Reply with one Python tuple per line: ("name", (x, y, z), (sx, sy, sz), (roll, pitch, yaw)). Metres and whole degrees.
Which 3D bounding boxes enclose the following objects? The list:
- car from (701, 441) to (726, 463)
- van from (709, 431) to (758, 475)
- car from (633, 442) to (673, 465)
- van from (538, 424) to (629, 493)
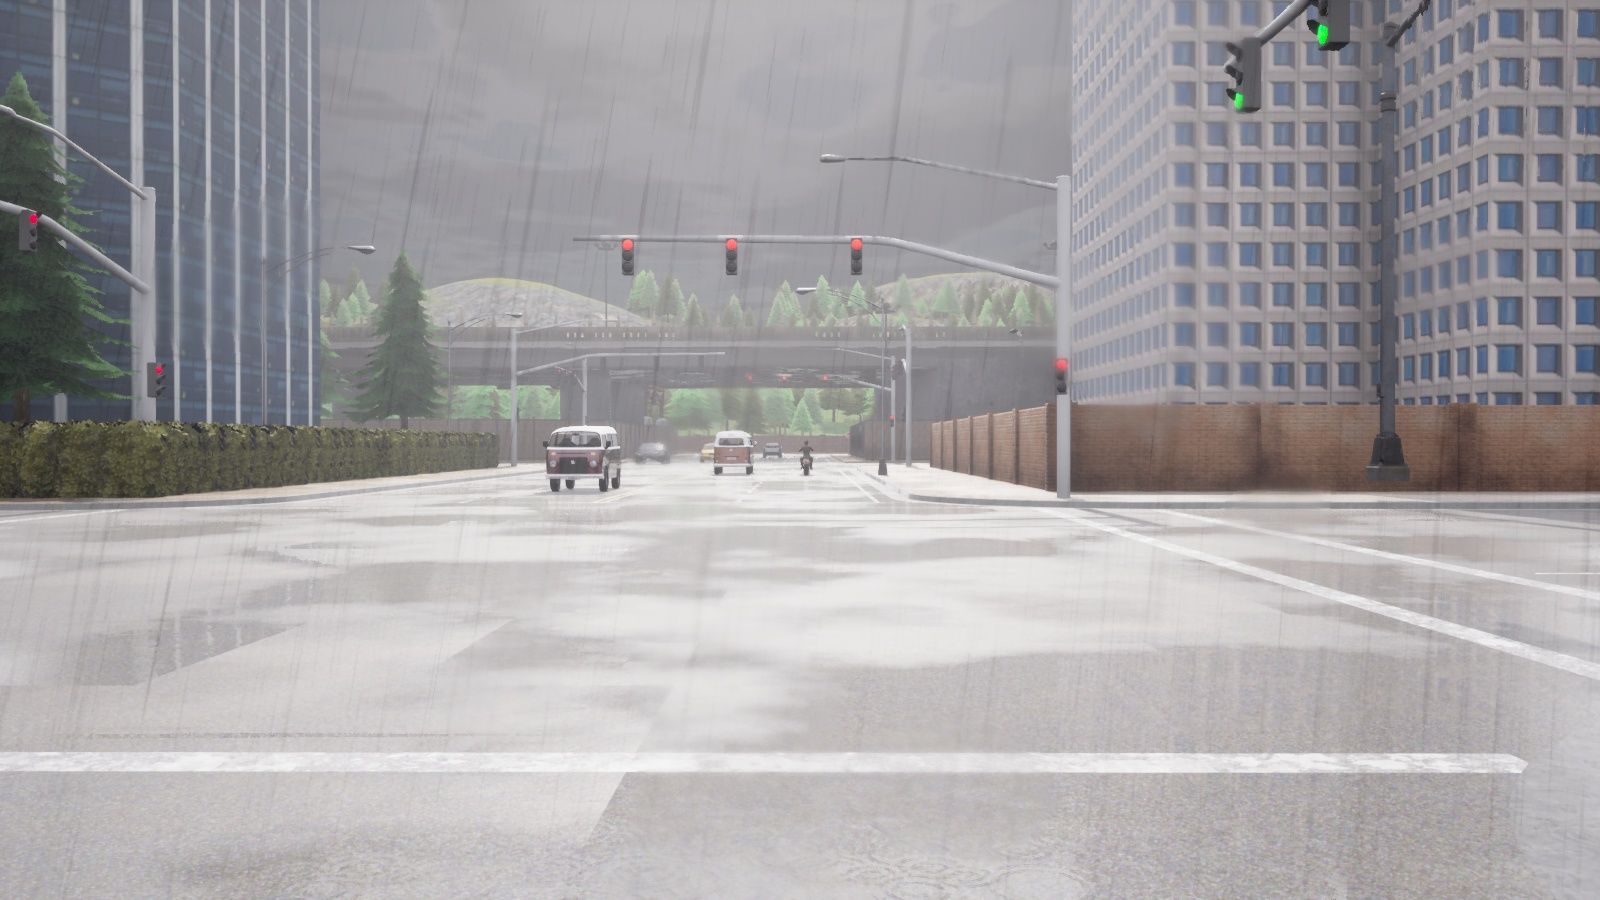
("car", (-6.309, 0.148, 91.492), (1.801, 1.575, 5.366), (0, 0, -4))
("van", (-3.158, 0.126, 60.408), (2.069, 2.038, 4.480), (0, 0, 0))
("car", (-10.020, 0.226, 85.856), (2.163, 1.488, 4.792), (0, 0, 0))
("van", (-6.770, 0.240, 39.687), (2.069, 2.038, 4.480), (0, 0, 0))
